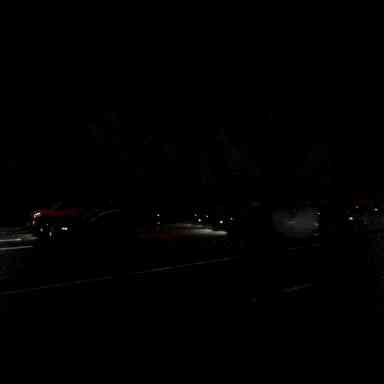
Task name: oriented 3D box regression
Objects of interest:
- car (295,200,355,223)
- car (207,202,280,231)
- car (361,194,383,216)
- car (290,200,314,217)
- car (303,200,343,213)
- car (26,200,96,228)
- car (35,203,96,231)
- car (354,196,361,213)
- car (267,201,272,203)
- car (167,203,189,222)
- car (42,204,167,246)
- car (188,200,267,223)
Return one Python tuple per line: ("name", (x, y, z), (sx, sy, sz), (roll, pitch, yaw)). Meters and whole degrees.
("car", (10.175, 1.564, 25.383), (4.181, 1.385, 1.994), (0, 0, -35))
("car", (3.324, 1.564, 20.506), (4.181, 1.385, 1.994), (0, 0, -35))
("car", (18.745, 1.221, 31.418), (5.566, 2.045, 2.150), (0, 0, -36))
("car", (10.944, 1.505, 30.208), (4.892, 1.490, 1.837), (0, 0, -35))
("car", (14.623, 1.601, 37.074), (4.718, 1.301, 1.895), (0, 0, -36))
("car", (-7.931, 1.352, 21.068), (4.553, 1.767, 2.097), (0, 0, -35))
("car", (-5.522, 1.547, 18.532), (5.357, 1.411, 2.033), (0, 0, -35))
("car", (19.435, 1.221, 36.197), (5.566, 2.045, 2.150), (0, 0, -35))
("car", (6.219, 1.526, 31.146), (4.674, 1.442, 1.812), (0, 0, -35))
("car", (-0.909, 1.564, 26.086), (4.181, 1.385, 1.994), (0, 0, -36))
("car", (-3.921, 1.492, 15.330), (4.902, 1.511, 2.128), (0, 0, -36))
("car", (2.693, 1.547, 24.358), (5.357, 1.411, 2.033), (0, 0, -36))
